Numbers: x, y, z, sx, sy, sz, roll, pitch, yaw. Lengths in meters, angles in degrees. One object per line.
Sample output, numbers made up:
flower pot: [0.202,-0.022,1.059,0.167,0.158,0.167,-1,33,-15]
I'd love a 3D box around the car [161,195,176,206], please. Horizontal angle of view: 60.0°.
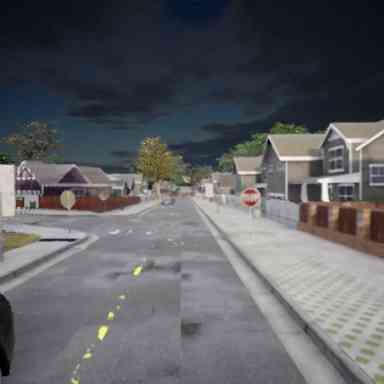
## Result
car: [-3.960,1.451,54.250,1.812,1.442,4.674,-1,0,-1]

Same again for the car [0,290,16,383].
car: [-2.814,1.522,1.703,2.128,1.511,4.902,-1,0,-1]
